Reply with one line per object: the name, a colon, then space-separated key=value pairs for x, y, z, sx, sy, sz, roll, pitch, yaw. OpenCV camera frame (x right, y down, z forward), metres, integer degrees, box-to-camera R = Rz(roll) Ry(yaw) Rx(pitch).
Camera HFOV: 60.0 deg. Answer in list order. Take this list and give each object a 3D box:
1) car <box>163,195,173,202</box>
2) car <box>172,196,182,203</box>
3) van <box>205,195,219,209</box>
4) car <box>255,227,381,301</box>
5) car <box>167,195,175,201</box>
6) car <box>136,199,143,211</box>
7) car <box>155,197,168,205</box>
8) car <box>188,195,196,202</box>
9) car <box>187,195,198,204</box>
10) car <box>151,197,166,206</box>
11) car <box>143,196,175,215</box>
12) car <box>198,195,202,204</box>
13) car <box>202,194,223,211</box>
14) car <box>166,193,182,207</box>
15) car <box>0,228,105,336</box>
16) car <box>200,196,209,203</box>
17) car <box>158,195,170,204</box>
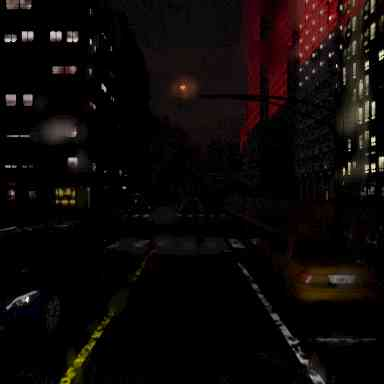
car: x=-5.701 y=1.516 z=79.187 sx=1.967 sy=1.590 sz=4.097 roll=0 pitch=0 yaw=0
car: x=-3.007 y=1.558 z=69.330 sx=1.837 sy=1.490 sz=4.892 roll=0 pitch=0 yaw=0
van: x=2.681 y=1.363 z=46.027 sx=1.690 sy=1.788 sz=3.998 roll=0 pitch=0 yaw=0
car: x=2.685 y=1.526 z=8.258 sx=1.752 sy=1.417 sz=4.829 roll=0 pitch=0 yaw=0
car: x=-5.701 y=1.623 z=90.070 sx=1.752 sy=1.417 sz=4.829 roll=0 pitch=0 yaw=0
car: x=-5.697 y=1.567 z=40.500 sx=2.008 sy=1.369 sz=4.403 roll=0 pitch=0 yaw=0
car: x=-5.699 y=1.591 z=62.606 sx=1.887 sy=1.381 sz=4.507 roll=0 pitch=0 yaw=0
car: x=-0.006 y=1.577 z=80.075 sx=1.837 sy=1.490 sz=4.892 roll=0 pitch=0 yaw=0
car: x=0.096 y=1.579 z=66.357 sx=1.812 sy=1.442 sz=4.674 roll=0 pitch=-1 yaw=0
car: x=-5.699 y=1.588 z=57.080 sx=2.008 sy=1.369 sz=4.403 roll=0 pitch=0 yaw=0
car: x=-3.324 y=1.490 z=34.475 sx=1.882 sy=1.535 sz=5.008 roll=0 pitch=0 yaw=4
car: x=2.680 y=1.361 z=62.607 sx=2.192 sy=1.841 sz=5.009 roll=0 pitch=0 yaw=0
car: x=2.682 y=1.331 z=40.501 sx=2.192 sy=1.841 sz=5.009 roll=0 pitch=0 yaw=0
car: x=-3.099 y=1.254 z=52.855 sx=2.150 sy=2.045 sz=5.566 roll=0 pitch=0 yaw=0
car: x=-3.102 y=1.525 z=6.809 sx=1.812 sy=1.442 sz=4.674 roll=0 pitch=0 yaw=0
car: x=2.680 y=1.610 z=73.661 sx=1.887 sy=1.381 sz=4.507 roll=0 pitch=0 yaw=0
car: x=-5.700 y=1.496 z=68.134 sx=1.967 sy=1.590 sz=4.097 roll=0 pitch=0 yaw=0
